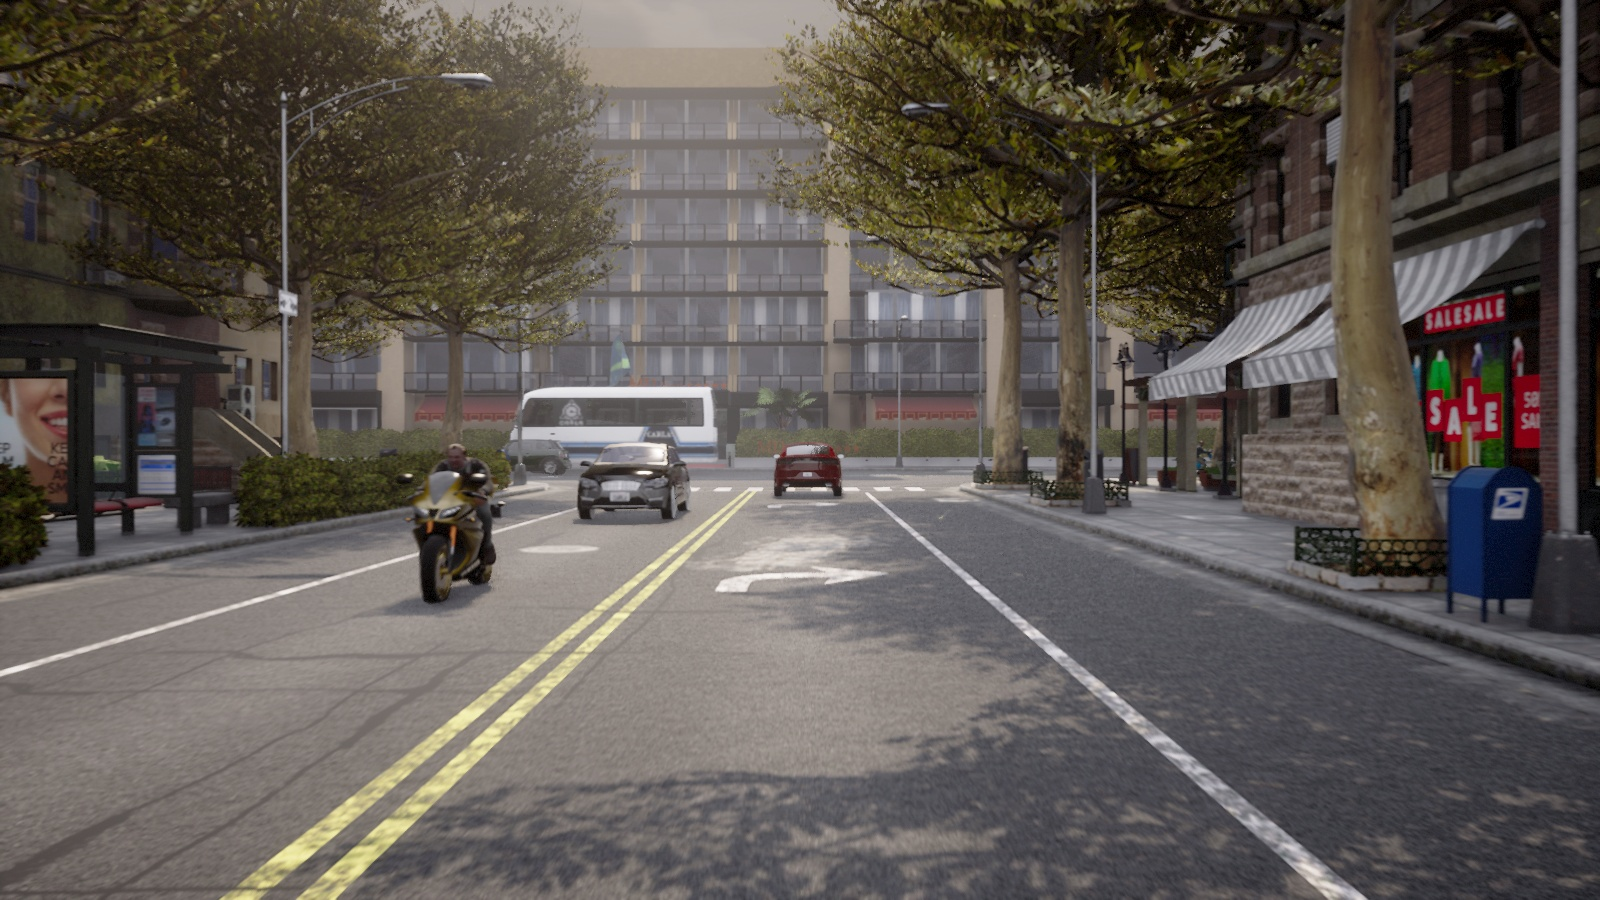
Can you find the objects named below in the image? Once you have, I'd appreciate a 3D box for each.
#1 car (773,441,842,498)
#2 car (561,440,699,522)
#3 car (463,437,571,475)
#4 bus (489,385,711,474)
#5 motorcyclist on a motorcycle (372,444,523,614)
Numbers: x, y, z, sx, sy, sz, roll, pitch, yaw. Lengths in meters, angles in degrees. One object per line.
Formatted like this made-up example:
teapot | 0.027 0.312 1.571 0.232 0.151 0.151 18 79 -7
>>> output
car | 0.250 0.519 36.386 1.882 1.535 5.008 0 0 1
car | -3.339 0.555 25.669 2.128 1.511 4.902 0 0 0
car | -13.109 0.266 58.324 4.553 1.767 2.097 0 0 0
bus | -9.677 -0.986 61.813 10.273 4.253 3.944 0 0 0
motorcyclist on a motorcycle | -3.415 0.709 12.414 0.866 1.530 2.191 0 0 0
